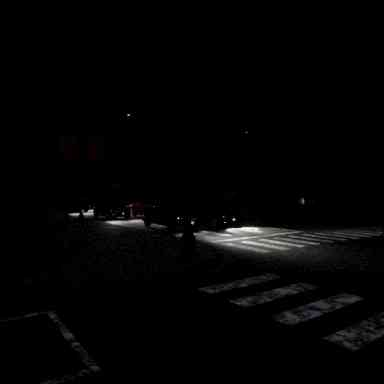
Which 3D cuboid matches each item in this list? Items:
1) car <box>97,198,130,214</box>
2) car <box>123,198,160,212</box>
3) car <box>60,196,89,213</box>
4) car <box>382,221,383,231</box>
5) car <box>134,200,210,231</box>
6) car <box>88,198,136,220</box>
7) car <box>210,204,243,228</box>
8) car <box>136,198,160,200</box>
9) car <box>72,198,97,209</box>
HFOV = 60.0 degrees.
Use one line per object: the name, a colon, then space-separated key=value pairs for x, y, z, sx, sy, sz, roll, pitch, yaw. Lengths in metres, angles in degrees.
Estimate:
car: x=-8.669 y=1.473 z=36.404 sx=1.812 sy=1.442 sz=4.674 roll=0 pitch=0 yaw=-36
car: x=-6.004 y=1.490 z=38.591 sx=2.033 sy=1.411 sz=5.357 roll=0 pitch=0 yaw=-36
car: x=-13.118 y=1.495 z=37.009 sx=2.033 sy=1.411 sz=5.357 roll=0 pitch=0 yaw=-36
car: x=11.401 y=1.220 z=14.366 sx=2.150 sy=2.045 sz=5.566 roll=0 pitch=0 yaw=-36
car: x=-1.407 y=1.469 z=20.706 sx=2.128 sy=1.511 sz=4.902 roll=0 pitch=0 yaw=-36
car: x=-6.898 y=1.468 z=28.352 sx=1.837 sy=1.490 sz=4.892 roll=0 pitch=0 yaw=-36
car: x=1.446 y=1.538 z=22.303 sx=1.994 sy=1.385 sz=4.181 roll=0 pitch=0 yaw=-36
car: x=-3.540 y=1.313 z=29.248 sx=2.097 sy=1.767 sz=4.553 roll=0 pitch=0 yaw=-36
car: x=-14.430 y=1.534 z=44.475 sx=1.895 sy=1.301 sz=4.718 roll=0 pitch=0 yaw=-35
